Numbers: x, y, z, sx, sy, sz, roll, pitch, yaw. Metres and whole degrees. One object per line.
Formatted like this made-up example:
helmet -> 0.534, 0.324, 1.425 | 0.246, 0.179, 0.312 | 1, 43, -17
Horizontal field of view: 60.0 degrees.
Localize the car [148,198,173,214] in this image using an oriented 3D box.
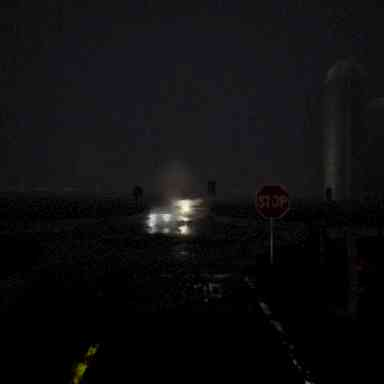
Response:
car -> -2.766, 1.224, 29.846 | 1.994, 1.385, 4.181 | 0, 1, 0
